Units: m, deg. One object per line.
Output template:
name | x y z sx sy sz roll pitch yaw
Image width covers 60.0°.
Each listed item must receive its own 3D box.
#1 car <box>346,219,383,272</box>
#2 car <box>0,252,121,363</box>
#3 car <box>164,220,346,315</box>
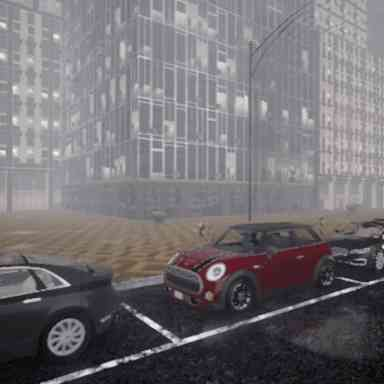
car | 5.876 1.571 10.746 4.403 1.369 2.008 0 0 -35
car | -3.134 1.551 4.325 4.403 1.369 2.008 0 0 -35
car | 1.372 1.450 7.536 4.097 1.590 1.967 0 0 -35
